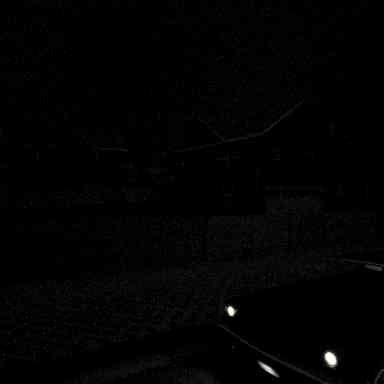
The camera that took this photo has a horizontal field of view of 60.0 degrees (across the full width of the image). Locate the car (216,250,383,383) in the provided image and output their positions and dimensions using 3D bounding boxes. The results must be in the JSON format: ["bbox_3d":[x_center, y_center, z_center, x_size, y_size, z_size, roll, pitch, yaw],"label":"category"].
[{"bbox_3d":[2.694,1.628,4.817,4.718,1.301,1.895,0,0,-32],"label":"car"}]
